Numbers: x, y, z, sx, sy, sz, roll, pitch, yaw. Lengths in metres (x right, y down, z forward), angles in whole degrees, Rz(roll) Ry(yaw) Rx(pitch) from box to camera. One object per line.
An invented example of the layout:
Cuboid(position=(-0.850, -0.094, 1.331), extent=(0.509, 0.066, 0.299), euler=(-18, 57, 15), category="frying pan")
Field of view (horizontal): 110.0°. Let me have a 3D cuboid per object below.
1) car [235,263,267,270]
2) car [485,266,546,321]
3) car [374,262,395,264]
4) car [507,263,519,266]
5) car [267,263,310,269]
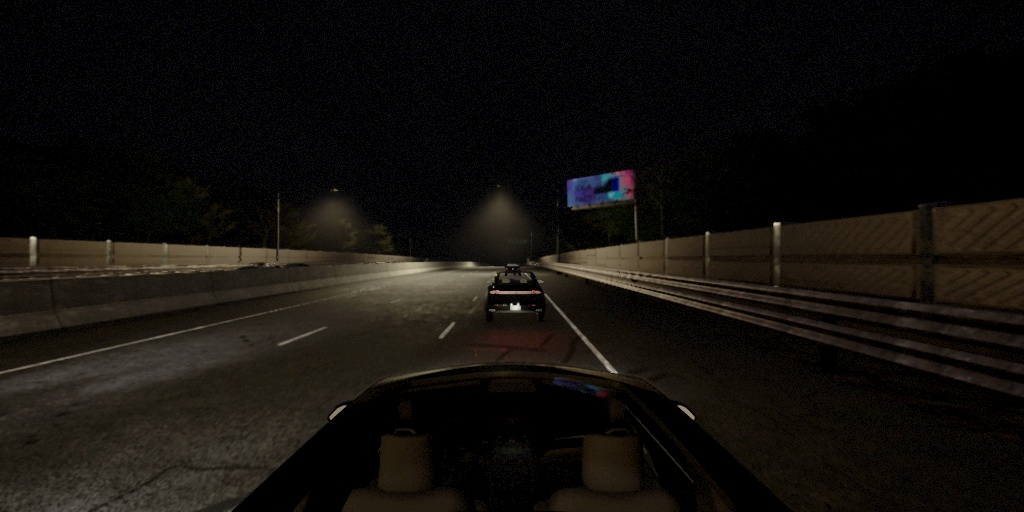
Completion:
Cuboid(position=(-24.590, 1.395, 34.790), extent=(2.128, 1.511, 4.902), euler=(0, 0, 0), category="car")
Cuboid(position=(0.102, 1.261, 12.576), extent=(2.128, 1.511, 4.902), euler=(0, 0, 0), category="car")
Cuboid(position=(-17.568, 1.530, 47.738), extent=(1.812, 1.442, 4.674), euler=(0, -1, 0), category="car")
Cuboid(position=(0.104, 1.501, 41.598), extent=(2.033, 1.411, 5.357), euler=(0, 0, 0), category="car")
Cuboid(position=(-21.091, 1.429, 34.813), extent=(1.812, 1.442, 4.674), euler=(0, 0, 0), category="car")
